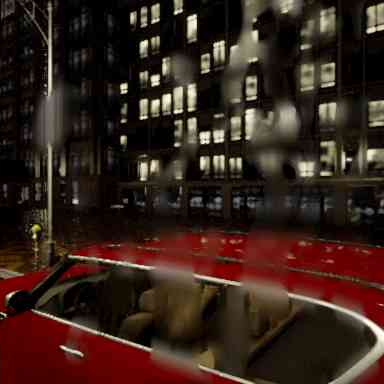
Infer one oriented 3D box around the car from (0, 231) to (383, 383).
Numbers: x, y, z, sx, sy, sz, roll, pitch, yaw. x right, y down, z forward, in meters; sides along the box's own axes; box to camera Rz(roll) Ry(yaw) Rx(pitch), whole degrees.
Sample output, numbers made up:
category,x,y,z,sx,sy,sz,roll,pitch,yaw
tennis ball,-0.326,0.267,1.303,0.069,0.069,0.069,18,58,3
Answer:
category,x,y,z,sx,sy,sz,roll,pitch,yaw
car,-0.205,1.303,3.027,5.009,1.841,2.192,0,0,35
